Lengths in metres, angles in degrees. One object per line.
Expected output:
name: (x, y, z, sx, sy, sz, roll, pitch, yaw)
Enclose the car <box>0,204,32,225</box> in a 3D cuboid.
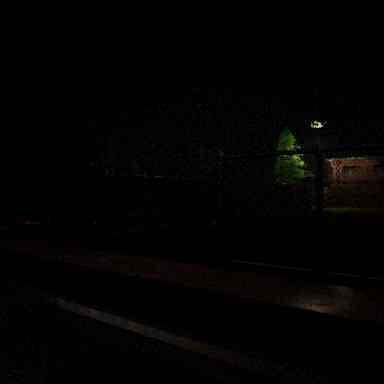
car: (-13.900, 1.653, 23.511, 2.128, 1.511, 4.902, 0, 0, 32)
